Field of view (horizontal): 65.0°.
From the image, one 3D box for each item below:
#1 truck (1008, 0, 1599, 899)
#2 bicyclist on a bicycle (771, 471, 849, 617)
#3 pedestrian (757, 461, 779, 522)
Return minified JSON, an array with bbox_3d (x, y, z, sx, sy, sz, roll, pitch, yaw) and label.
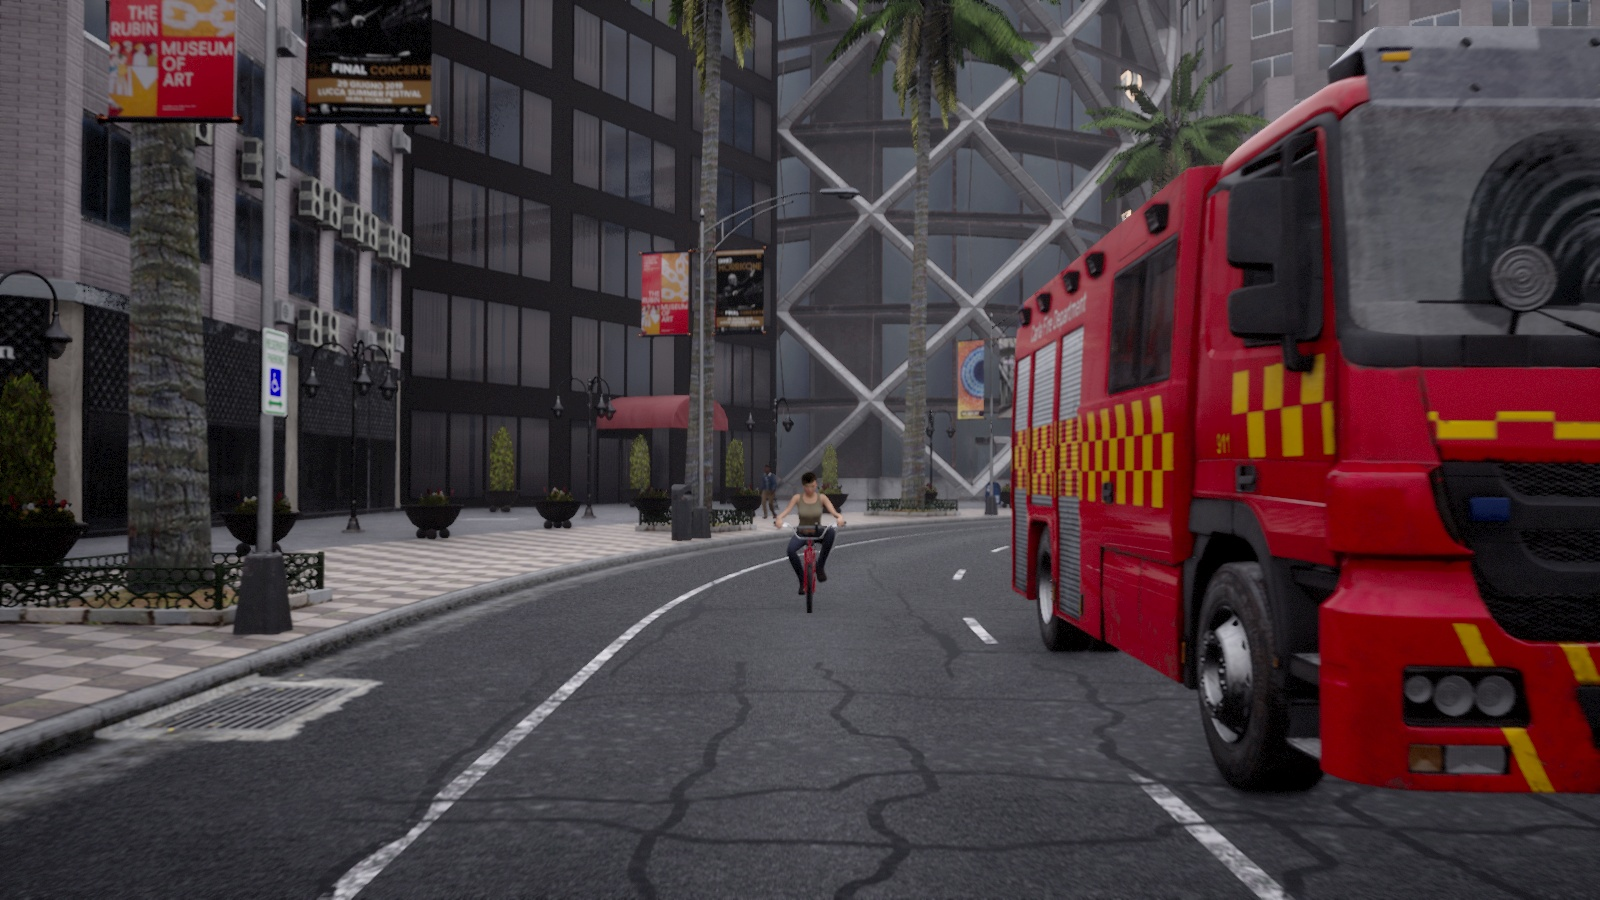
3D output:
[{"bbox_3d":[3.565,-0.175,8.741,2.891,3.827,8.468,0,-1,1],"label":"truck"},{"bbox_3d":[0.124,1.069,14.877,0.866,1.612,1.509,0,0,1],"label":"bicyclist on a bicycle"},{"bbox_3d":[-1.034,1.330,40.664,0.423,1.949,0.788,-1,-1,25],"label":"pedestrian"}]
